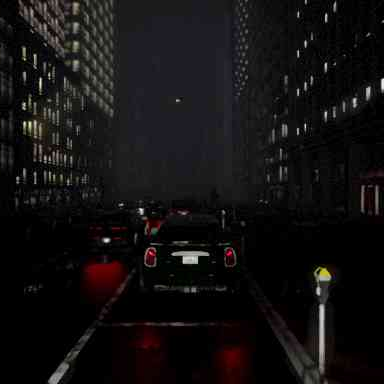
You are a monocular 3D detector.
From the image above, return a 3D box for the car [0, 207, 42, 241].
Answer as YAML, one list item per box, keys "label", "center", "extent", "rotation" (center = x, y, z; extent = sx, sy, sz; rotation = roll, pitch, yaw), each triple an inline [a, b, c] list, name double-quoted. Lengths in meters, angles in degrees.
- label: "car"
  center: [-8.843, 1.542, 14.989]
  extent: [1.887, 1.381, 4.507]
  rotation: [-1, 0, 0]

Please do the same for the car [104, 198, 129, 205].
- label: "car"
  center: [-8.844, 1.544, 37.723]
  extent: [2.008, 1.369, 4.403]
  rotation: [-1, 0, 0]

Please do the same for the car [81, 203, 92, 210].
- label: "car"
  center: [-8.843, 1.577, 26.356]
  extent: [1.802, 1.307, 4.206]
  rotation: [-1, 0, 0]

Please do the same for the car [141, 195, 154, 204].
- label: "car"
  center: [-8.845, 1.426, 66.141]
  extent: [1.967, 1.590, 4.097]
  rotation: [-1, 0, 0]

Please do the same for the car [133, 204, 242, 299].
- label: "car"
  center: [-0.033, 1.351, 8.621]
  extent: [2.097, 1.767, 4.553]
  rotation: [0, 0, 0]

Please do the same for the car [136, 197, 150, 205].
- label: "car"
  center: [-8.843, 1.569, 60.458]
  extent: [1.802, 1.307, 4.206]
  rotation: [-1, 0, 0]

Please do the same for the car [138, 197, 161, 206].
- label: "car"
  center: [-3.141, 1.487, 29.682]
  extent: [2.128, 1.511, 4.902]
  rotation: [0, 0, 0]

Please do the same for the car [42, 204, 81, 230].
- label: "car"
  center: [-8.844, 1.547, 20.672]
  extent: [2.008, 1.369, 4.403]
  rotation: [-1, 0, 0]

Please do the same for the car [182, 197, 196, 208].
- label: "car"
  center: [-0.463, 1.541, 49.090]
  extent: [2.008, 1.369, 4.403]
  rotation: [-1, 0, 0]

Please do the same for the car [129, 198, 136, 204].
- label: "car"
  center: [-8.843, 1.541, 49.090]
  extent: [2.008, 1.369, 4.403]
  rotation: [-1, 0, 0]

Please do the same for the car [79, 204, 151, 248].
- label: "car"
  center: [-3.142, 1.506, 14.678]
  extent: [1.837, 1.490, 4.892]
  rotation: [0, 0, 0]

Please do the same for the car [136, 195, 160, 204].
- label: "car"
  center: [-6.149, 1.340, 47.040]
  extent: [2.097, 1.767, 4.553]
  rotation: [0, 0, 0]

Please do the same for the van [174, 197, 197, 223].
- label: "van"
  center: [-0.465, 1.336, 26.356]
  extent: [1.690, 1.788, 3.998]
  rotation: [-1, 0, 0]

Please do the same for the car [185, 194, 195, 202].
- label: "car"
  center: [-0.465, 1.298, 77.509]
  extent: [2.192, 1.841, 5.009]
  rotation: [-1, 0, 0]

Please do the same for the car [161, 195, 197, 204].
- label: "car"
  center: [-0.465, 1.311, 20.672]
  extent: [2.192, 1.841, 5.009]
  rotation: [-1, 0, 0]
